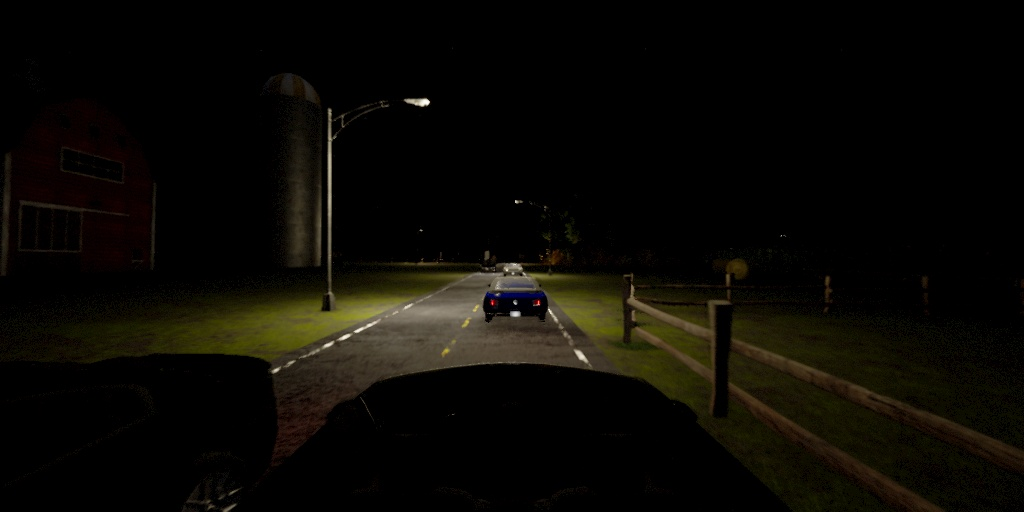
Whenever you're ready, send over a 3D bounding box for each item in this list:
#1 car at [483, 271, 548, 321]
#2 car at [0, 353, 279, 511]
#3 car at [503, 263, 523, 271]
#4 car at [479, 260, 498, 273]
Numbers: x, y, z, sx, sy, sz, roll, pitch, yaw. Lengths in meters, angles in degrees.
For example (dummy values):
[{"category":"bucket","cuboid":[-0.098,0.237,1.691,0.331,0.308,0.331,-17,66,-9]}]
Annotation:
[{"category":"car","cuboid":[0.103,1.359,12.409,1.895,1.301,4.718,0,0,0]},{"category":"car","cuboid":[-2.852,1.227,0.855,1.882,1.535,5.008,0,0,0]},{"category":"car","cuboid":[0.104,1.386,36.490,1.895,1.301,4.718,0,0,0]},{"category":"car","cuboid":[-2.821,1.300,43.506,1.837,1.490,4.892,0,0,0]}]
